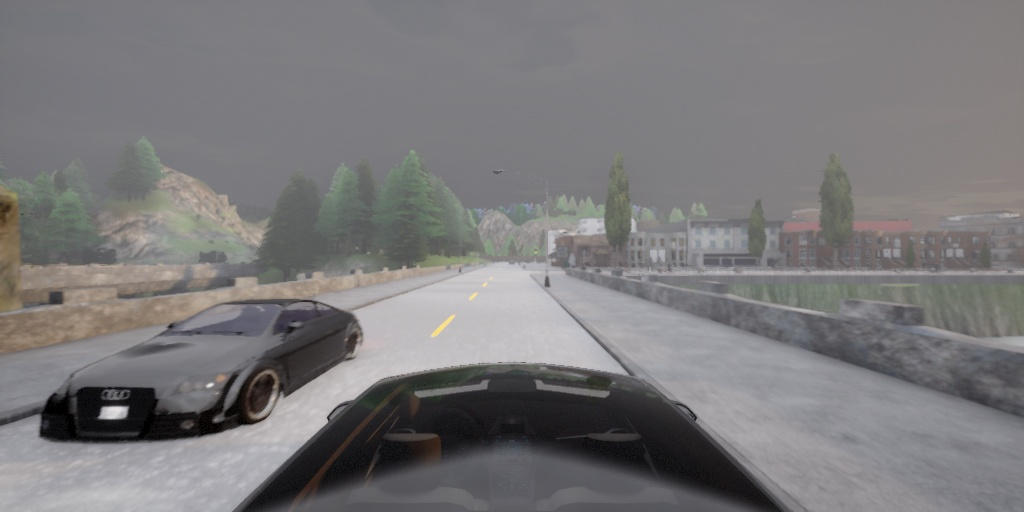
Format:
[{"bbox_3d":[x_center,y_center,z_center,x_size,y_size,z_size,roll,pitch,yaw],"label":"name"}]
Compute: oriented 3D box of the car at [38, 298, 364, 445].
[{"bbox_3d":[-4.001,1.380,5.595,1.994,1.385,4.181,0,0,0],"label":"car"}]
